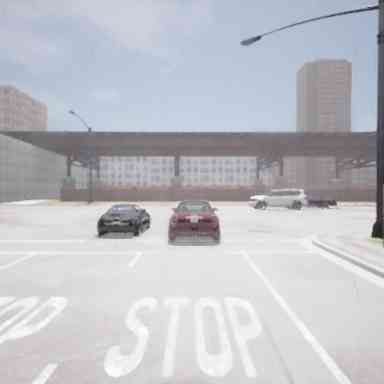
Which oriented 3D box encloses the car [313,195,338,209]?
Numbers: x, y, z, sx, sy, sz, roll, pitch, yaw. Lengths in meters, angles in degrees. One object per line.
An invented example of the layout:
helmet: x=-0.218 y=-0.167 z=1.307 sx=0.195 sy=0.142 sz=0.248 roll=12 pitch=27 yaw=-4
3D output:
car: x=12.658 y=1.029 z=35.649 sx=5.357 sy=1.411 sz=2.033 roll=0 pitch=1 yaw=1

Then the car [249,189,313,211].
car: x=8.321 y=0.753 z=32.188 sx=5.566 sy=2.045 sz=2.150 roll=0 pitch=1 yaw=1

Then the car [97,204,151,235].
car: x=-3.327 y=1.317 z=16.899 sx=1.994 sy=1.385 sz=4.181 roll=0 pitch=1 yaw=2

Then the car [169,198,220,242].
car: x=0.122 y=1.128 z=15.299 sx=2.097 sy=1.767 sz=4.553 roll=0 pitch=1 yaw=1
